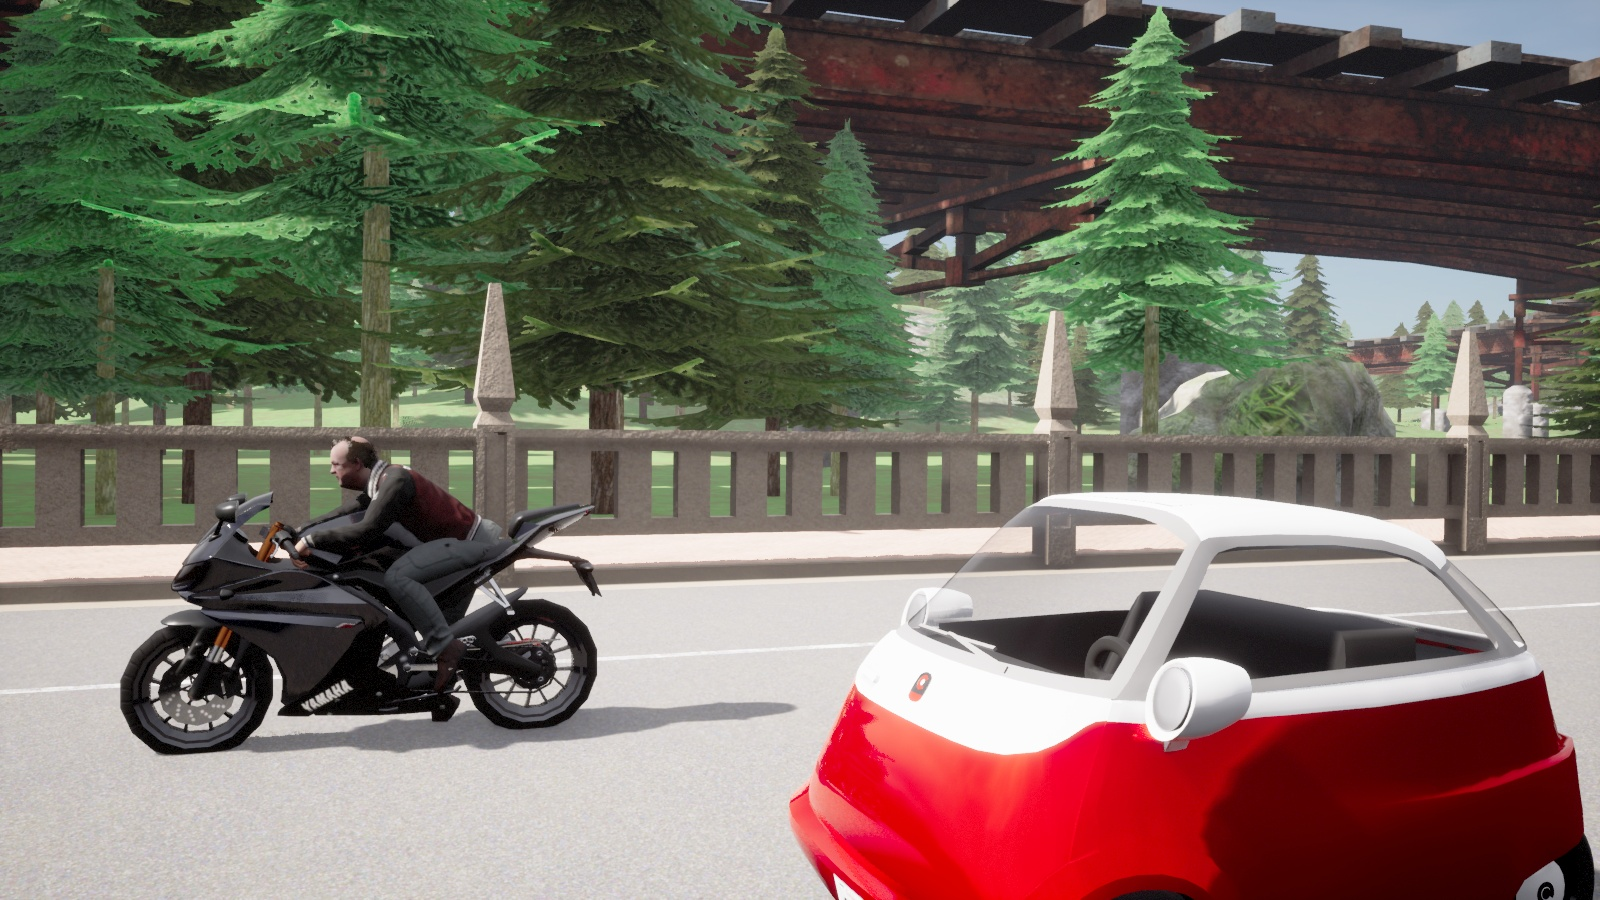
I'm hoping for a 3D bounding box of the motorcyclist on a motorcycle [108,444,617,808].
[{"bbox_3d":[-2.089,0.755,6.190,2.191,1.530,0.866,-1,1,-21],"label":"motorcyclist on a motorcycle"}]

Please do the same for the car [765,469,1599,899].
[{"bbox_3d":[1.187,0.780,3.690,2.207,1.376,1.481,-1,1,-21],"label":"car"}]
